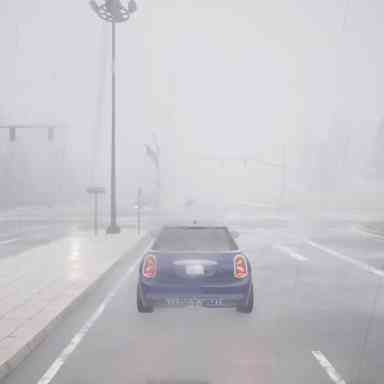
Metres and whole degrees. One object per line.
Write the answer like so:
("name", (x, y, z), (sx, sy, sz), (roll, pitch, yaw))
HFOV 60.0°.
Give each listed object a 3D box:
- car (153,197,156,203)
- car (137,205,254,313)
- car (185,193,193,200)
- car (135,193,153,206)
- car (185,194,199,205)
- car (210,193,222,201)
("car", (-8.386, 1.547, 65.611), (2.033, 1.411, 5.357), (0, 0, 0))
("car", (0.069, 1.352, 7.821), (2.097, 1.767, 4.553), (0, 0, 0))
("car", (-0.839, 1.189, 95.500), (2.150, 2.045, 5.566), (0, 0, -1))
("car", (-8.285, 1.352, 55.997), (2.097, 1.767, 4.553), (0, 0, -1))
("car", (-0.176, 1.526, 54.640), (1.812, 1.442, 4.674), (0, 0, -1))
("car", (6.333, 1.215, 84.933), (2.150, 2.045, 5.566), (0, 0, -1))
